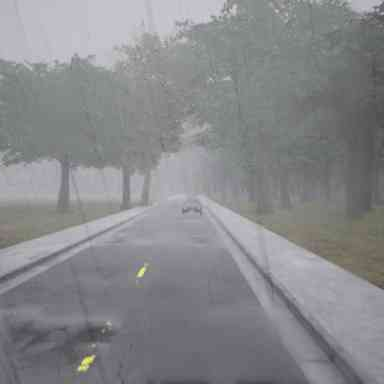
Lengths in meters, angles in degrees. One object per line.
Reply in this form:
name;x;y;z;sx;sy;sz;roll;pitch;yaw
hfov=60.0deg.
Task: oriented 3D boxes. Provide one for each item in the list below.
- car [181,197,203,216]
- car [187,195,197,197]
car;-0.004;1.369;30.409;1.895;1.301;4.718;0;0;0
car;-0.008;1.178;61.421;1.994;1.385;4.181;0;0;0
